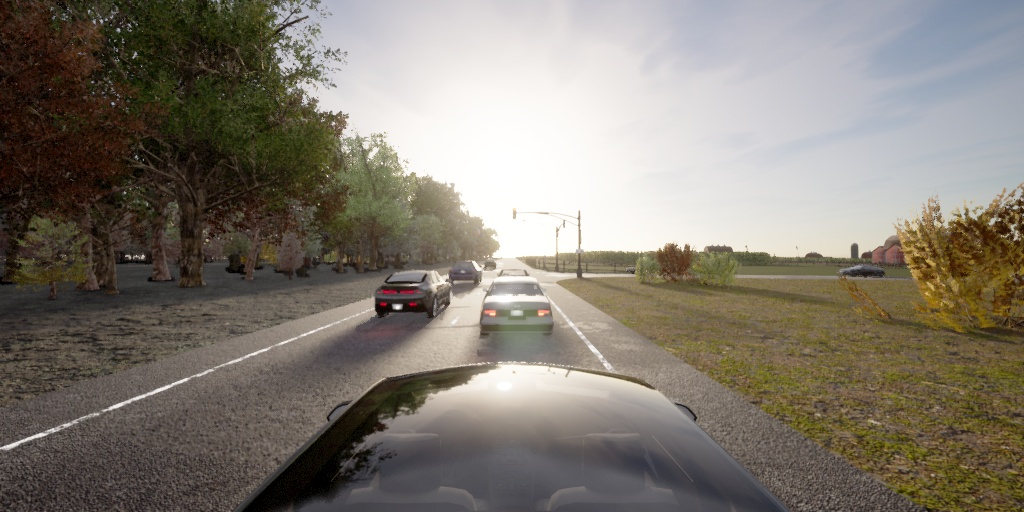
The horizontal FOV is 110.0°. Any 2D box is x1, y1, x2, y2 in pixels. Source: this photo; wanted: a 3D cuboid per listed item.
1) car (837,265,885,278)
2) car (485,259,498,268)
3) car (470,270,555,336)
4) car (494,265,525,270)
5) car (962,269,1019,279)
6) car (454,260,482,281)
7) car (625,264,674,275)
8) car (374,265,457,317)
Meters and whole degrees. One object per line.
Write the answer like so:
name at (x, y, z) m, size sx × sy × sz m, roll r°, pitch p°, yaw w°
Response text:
car at (41.432, 1.786, 42.544) m, size 4.674 × 1.442 × 1.812 m, roll 1°, pitch -1°, yaw 0°
car at (-3.454, 1.261, 58.723) m, size 1.837 × 1.490 × 4.892 m, roll 0°, pitch 0°, yaw 0°
car at (0.087, 1.300, 10.384) m, size 2.033 × 1.411 × 5.357 m, roll 0°, pitch 0°, yaw 0°
car at (0.081, 1.355, 20.034) m, size 1.895 × 1.301 × 4.718 m, roll 0°, pitch 0°, yaw 0°
car at (51.384, 1.910, 38.888) m, size 4.718 × 1.301 × 1.895 m, roll 1°, pitch -1°, yaw 1°
car at (-3.425, 1.107, 27.036) m, size 2.097 × 1.767 × 4.553 m, roll 0°, pitch 0°, yaw 0°
car at (16.298, 1.534, 42.710) m, size 5.357 × 1.411 × 2.033 m, roll 1°, pitch -1°, yaw 2°
car at (-3.412, 1.257, 13.096) m, size 1.837 × 1.490 × 4.892 m, roll 0°, pitch 0°, yaw 0°
